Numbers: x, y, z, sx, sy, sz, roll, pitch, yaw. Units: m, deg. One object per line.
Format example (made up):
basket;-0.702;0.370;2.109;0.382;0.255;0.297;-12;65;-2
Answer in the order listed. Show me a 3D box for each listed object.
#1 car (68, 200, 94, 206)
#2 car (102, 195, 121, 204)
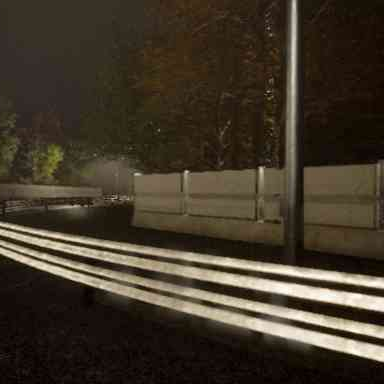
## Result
car;-16.402;1.422;49.388;1.895;1.301;4.718;1;0;12
car;-14.336;1.337;59.455;1.837;1.490;4.892;1;0;12
